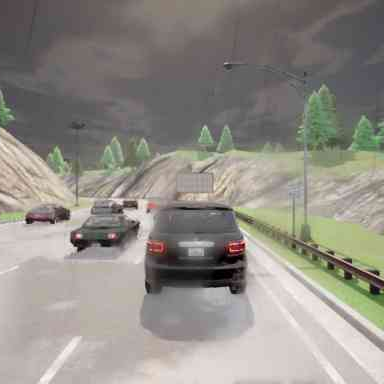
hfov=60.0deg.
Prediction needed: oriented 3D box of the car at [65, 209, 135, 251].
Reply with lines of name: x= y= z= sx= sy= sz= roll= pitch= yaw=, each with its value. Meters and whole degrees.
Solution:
car: x=-3.418 y=1.600 z=14.054 sx=1.895 sy=1.301 sz=4.718 roll=0 pitch=0 yaw=0

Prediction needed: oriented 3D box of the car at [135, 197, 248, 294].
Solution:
car: x=0.088 y=1.221 z=8.898 sx=2.150 sy=2.045 sz=5.566 roll=0 pitch=0 yaw=0

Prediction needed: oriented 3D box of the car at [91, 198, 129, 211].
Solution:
car: x=-6.975 y=1.491 z=27.566 sx=2.128 sy=1.511 sz=4.902 roll=0 pitch=0 yaw=-1

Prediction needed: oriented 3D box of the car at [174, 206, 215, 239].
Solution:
car: x=0.110 y=1.558 z=18.115 sx=1.994 sy=1.385 sz=4.181 roll=0 pitch=0 yaw=-1

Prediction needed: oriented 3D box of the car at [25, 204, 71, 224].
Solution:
car: x=-10.439 y=1.564 z=24.506 sx=1.994 sy=1.385 sz=4.181 roll=0 pitch=0 yaw=0

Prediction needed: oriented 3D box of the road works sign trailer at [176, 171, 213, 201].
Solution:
road works sign trailer: x=0.188 y=0.464 z=21.612 sx=2.380 sy=3.560 sz=2.880 roll=0 pitch=0 yaw=0

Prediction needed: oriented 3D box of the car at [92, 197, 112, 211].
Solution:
car: x=-11.497 y=1.478 z=42.783 sx=1.882 sy=1.535 sz=5.008 roll=0 pitch=0 yaw=-7

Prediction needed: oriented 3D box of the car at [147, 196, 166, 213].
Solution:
car: x=-3.995 y=1.351 z=37.988 sx=2.097 sy=1.767 sz=4.553 roll=0 pitch=0 yaw=-4

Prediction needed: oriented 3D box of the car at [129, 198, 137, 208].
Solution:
car: x=-8.083 y=1.478 z=43.733 sx=1.882 sy=1.535 sz=5.008 roll=0 pitch=0 yaw=-7
